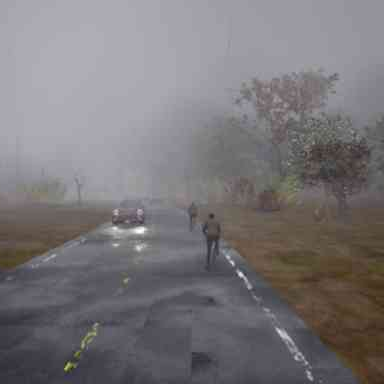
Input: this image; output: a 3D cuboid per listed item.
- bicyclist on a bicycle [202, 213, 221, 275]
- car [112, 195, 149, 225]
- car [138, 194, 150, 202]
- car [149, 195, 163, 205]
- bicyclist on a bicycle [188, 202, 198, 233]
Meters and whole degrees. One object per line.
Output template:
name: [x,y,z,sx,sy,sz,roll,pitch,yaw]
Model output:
bicyclist on a bicycle: [0.569,1.428,9.430,0.582,1.620,1.656,0,0,-2]
car: [-4.316,1.299,23.390,2.097,1.767,4.553,0,0,-6]
car: [-10.550,1.333,72.991,1.882,1.535,5.008,0,0,-17]
car: [-6.144,1.232,55.793,2.097,1.767,4.553,0,0,-12]
bicyclist on a bicycle: [0.054,1.406,18.502,0.582,1.620,1.656,0,0,-4]
